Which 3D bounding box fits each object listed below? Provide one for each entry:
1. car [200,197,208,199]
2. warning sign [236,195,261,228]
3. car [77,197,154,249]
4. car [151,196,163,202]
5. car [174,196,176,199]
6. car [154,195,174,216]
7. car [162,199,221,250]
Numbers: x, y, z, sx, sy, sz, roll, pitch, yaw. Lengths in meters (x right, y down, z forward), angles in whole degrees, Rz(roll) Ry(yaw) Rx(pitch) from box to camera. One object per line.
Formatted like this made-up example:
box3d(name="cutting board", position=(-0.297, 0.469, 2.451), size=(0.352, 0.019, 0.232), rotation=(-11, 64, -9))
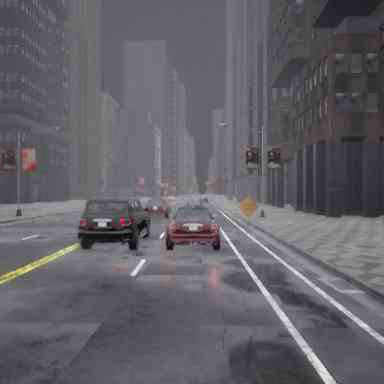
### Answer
box3d(name="car", position=(0.247, 1.515, 29.489), size=(2.128, 1.511, 4.902), rotation=(0, 0, 1))
box3d(name="warning sign", position=(3.334, 1.123, 19.659), size=(1.300, 1.860, 1.060), rotation=(0, 0, 1))
box3d(name="car", position=(-3.188, 1.263, 14.588), size=(2.150, 2.045, 5.566), rotation=(0, 0, 0))
box3d(name="car", position=(-8.111, 1.539, 76.968), size=(2.033, 1.411, 5.357), rotation=(0, 0, 2))
box3d(name="car", position=(-4.864, 1.477, 76.841), size=(1.882, 1.535, 5.008), rotation=(0, 0, 2))
box3d(name="car", position=(-3.003, 1.386, 29.513), size=(2.097, 1.767, 4.553), rotation=(0, 0, 1))
box3d(name="car", position=(0.061, 1.371, 14.500), size=(2.097, 1.767, 4.553), rotation=(0, 0, 0))
